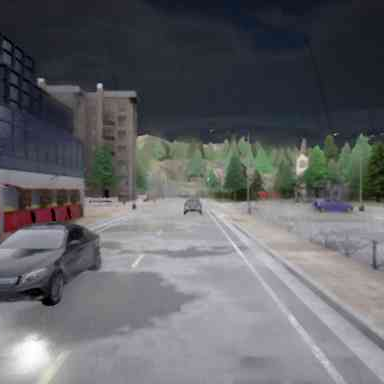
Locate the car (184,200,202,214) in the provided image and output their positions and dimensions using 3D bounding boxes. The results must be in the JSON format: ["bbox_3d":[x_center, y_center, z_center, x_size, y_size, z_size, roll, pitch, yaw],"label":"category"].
[{"bbox_3d":[0.099,1.466,33.763,2.033,1.411,5.357,0,0,0],"label":"car"}]

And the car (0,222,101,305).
[{"bbox_3d":[-3.576,1.506,8.191,1.812,1.442,4.674,0,0,0],"label":"car"}]

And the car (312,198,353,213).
[{"bbox_3d":[13.892,1.310,32.765,3.633,1.501,1.845,0,0,0],"label":"car"}]
